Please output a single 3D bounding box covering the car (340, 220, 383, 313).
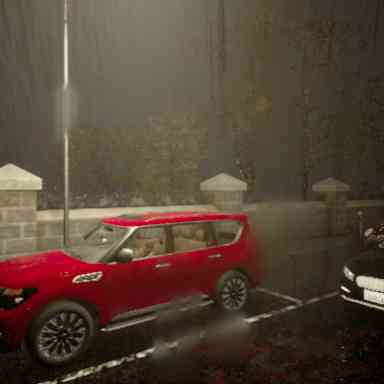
[{"bbox_3d":[5.057,1.495,6.973,4.902,1.511,2.128,0,0,-36],"label":"car"}]

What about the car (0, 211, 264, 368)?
[{"bbox_3d":[-0.883,1.316,5.935,5.009,1.841,2.192,0,0,-35],"label":"car"}]
